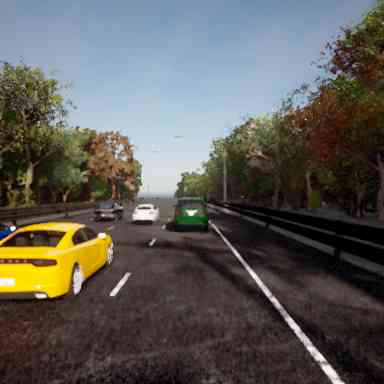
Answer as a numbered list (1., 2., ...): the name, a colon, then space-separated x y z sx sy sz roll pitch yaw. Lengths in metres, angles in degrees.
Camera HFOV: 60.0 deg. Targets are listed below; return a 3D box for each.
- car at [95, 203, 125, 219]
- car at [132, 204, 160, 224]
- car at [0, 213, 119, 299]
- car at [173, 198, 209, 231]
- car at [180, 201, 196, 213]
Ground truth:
1. car: -7.226 1.724 29.429 2.128 1.511 4.902 0 0 -1
2. car: -3.676 1.734 26.927 1.812 1.442 4.674 0 0 -1
3. car: -3.442 1.537 8.649 1.882 1.535 5.008 0 0 0
4. car: -0.088 1.383 21.813 2.150 2.045 5.566 0 -1 -1
5. car: -0.545 1.863 42.392 1.812 1.442 4.674 0 0 -2
